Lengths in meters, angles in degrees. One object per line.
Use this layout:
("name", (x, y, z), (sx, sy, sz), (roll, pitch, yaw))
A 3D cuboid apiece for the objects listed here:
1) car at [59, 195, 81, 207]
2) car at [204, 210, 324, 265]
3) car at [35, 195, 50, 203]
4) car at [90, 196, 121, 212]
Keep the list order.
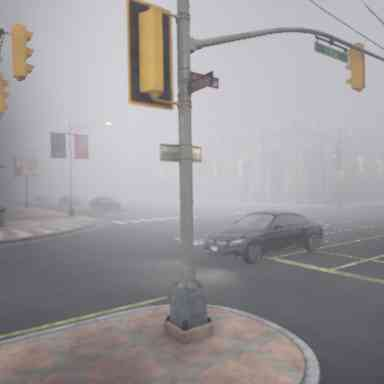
("car", (-16.587, 1.213, 45.156), (1.882, 1.535, 5.008), (-2, 1, -35))
("car", (2.556, 1.355, 11.182), (4.674, 1.442, 1.812), (-2, 1, -35))
("car", (-27.305, 1.227, 60.588), (2.128, 1.511, 4.902), (-2, 1, -35))
("car", (-9.027, 1.211, 34.497), (1.882, 1.535, 5.008), (-2, 1, -36))
